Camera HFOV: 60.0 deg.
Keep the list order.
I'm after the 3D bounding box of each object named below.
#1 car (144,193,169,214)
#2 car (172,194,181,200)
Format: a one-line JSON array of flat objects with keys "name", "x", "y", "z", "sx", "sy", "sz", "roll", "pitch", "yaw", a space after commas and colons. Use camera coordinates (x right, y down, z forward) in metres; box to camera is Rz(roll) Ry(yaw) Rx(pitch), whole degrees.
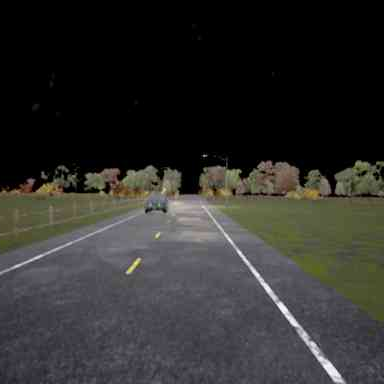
[{"name": "car", "x": -3.605, "y": 1.161, "z": 34.861, "sx": 2.150, "sy": 2.045, "sz": 5.566, "roll": 0, "pitch": 0, "yaw": 0}, {"name": "car", "x": -3.528, "y": 1.174, "z": 77.190, "sx": 2.128, "sy": 1.511, "sz": 4.902, "roll": 0, "pitch": 0, "yaw": 0}]
